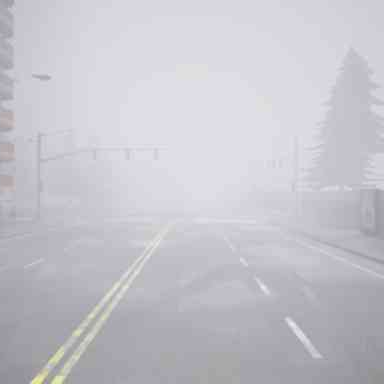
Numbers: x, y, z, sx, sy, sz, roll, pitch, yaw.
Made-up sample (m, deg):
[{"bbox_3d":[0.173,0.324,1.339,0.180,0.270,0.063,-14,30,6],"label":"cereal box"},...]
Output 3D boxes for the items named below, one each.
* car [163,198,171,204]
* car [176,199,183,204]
[{"bbox_3d":[-6.996,2.522,92.850,1.812,1.442,4.674,0,-1,0],"label":"car"},{"bbox_3d":[-3.496,2.538,92.850,2.033,1.411,5.357,0,-1,0],"label":"car"}]
